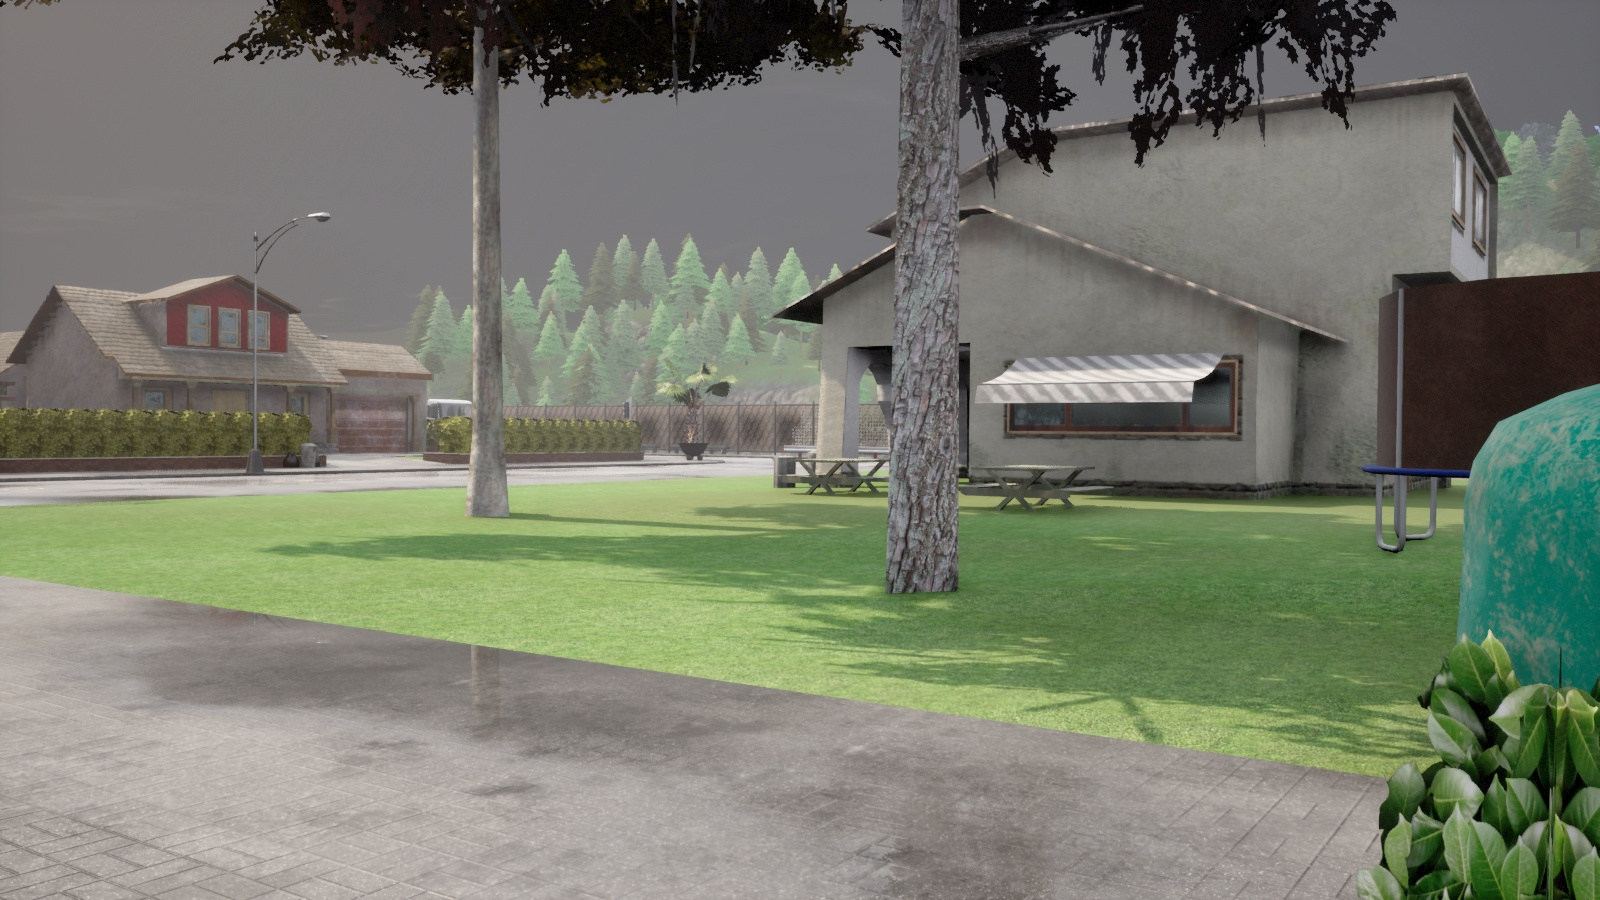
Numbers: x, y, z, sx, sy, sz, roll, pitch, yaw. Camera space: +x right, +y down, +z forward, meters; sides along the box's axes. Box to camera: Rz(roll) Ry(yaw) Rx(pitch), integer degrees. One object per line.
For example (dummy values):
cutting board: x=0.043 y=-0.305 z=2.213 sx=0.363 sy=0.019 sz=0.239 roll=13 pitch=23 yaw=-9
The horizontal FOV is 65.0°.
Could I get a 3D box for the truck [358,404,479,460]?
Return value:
truck: x=-24.303 y=-1.120 z=79.790 sx=7.936 sy=3.462 sz=2.891 roll=0 pitch=1 yaw=33
